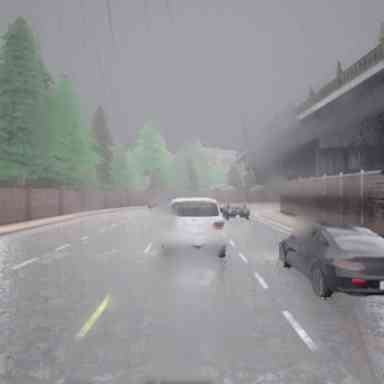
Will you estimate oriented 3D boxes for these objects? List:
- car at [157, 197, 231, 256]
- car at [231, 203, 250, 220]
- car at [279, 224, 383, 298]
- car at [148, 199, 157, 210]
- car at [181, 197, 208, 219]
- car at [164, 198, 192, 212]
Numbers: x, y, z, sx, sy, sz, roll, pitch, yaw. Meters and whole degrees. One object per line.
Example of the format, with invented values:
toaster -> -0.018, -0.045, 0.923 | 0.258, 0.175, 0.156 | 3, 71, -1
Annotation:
car -> 0.081, 1.219, 13.158 | 2.150, 2.045, 5.566 | 0, 0, 0
car -> 3.687, 1.593, 28.193 | 1.895, 1.301, 4.718 | 0, 0, 3
car -> 3.578, 1.523, 8.350 | 1.812, 1.442, 4.674 | 0, 0, 0
car -> -3.943, 1.515, 43.150 | 1.812, 1.442, 4.674 | 0, 0, 23
car -> 0.303, 1.344, 29.513 | 2.097, 1.767, 4.553 | 0, 0, 3
car -> -1.577, 1.516, 39.666 | 1.812, 1.442, 4.674 | 0, 0, 19
